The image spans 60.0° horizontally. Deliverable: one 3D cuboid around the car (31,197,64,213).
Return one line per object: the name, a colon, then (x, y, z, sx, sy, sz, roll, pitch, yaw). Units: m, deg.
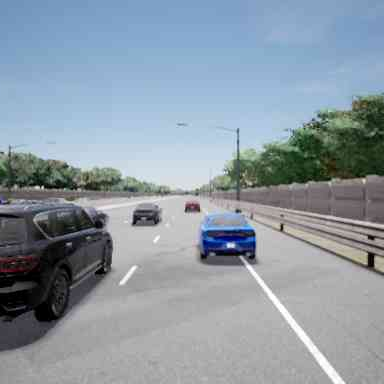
car: (-17.603, 1.571, 40.854, 2.097, 1.767, 4.553, 0, 0, 0)

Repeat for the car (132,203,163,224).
car: (-3.406, 1.633, 25.894, 1.837, 1.490, 4.892, 0, 0, 0)

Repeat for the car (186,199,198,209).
car: (-0.012, 1.828, 52.375, 1.812, 1.442, 4.674, 0, 0, 0)

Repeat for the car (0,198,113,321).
car: (-3.403, 1.256, 7.457, 2.150, 2.045, 5.566, 0, 0, 0)

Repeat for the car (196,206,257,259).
car: (1.222, 1.538, 12.904, 1.882, 1.535, 5.008, 0, 0, 0)

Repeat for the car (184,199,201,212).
car: (0.073, 1.707, 42.125, 1.882, 1.535, 5.008, 0, -1, 0)

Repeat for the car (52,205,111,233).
car: (-6.899, 1.652, 21.513, 2.033, 1.411, 5.357, 0, 0, 0)

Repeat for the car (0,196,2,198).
car: (-24.605, 1.432, 39.372, 2.150, 2.045, 5.566, 0, -1, 0)
